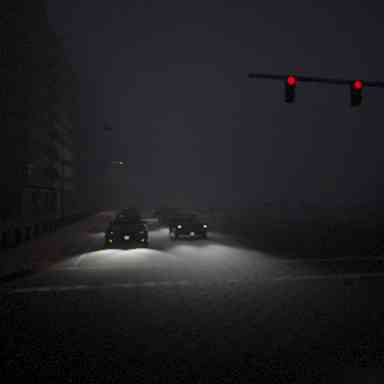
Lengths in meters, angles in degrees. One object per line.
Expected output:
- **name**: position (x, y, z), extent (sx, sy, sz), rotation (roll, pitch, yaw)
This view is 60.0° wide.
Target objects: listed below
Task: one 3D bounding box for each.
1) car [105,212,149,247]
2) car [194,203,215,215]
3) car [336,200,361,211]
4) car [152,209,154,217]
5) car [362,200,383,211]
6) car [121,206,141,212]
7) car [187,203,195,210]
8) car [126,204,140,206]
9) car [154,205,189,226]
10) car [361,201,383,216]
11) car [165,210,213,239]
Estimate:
- **car**: position (-3.297, 1.931, 17.080), extent (1.994, 1.385, 4.181), rotation (0, -1, -10)
- **car**: position (2.003, 2.553, 48.783), extent (1.812, 1.442, 4.674), rotation (0, -1, -9)
- **car**: position (26.465, 2.566, 56.863), extent (1.970, 1.475, 3.806), rotation (0, -1, -10)
- **car**: position (-3.800, 2.366, 40.536), extent (1.837, 1.490, 4.892), rotation (0, -2, -10)
- **car**: position (31.955, 2.338, 57.852), extent (1.932, 1.855, 4.605), rotation (0, -1, -10)
- **car**: position (-4.762, 2.073, 25.581), extent (1.812, 1.442, 4.674), rotation (0, -1, -10)
- **car**: position (0.233, 2.742, 58.688), extent (1.837, 1.490, 4.892), rotation (0, -1, -10)
- **car**: position (-6.548, 2.311, 35.826), extent (2.033, 1.411, 5.357), rotation (0, -1, -10)
- **car**: position (-1.935, 2.122, 29.708), extent (2.128, 1.511, 4.902), rotation (0, -1, -10)
- **car**: position (23.310, 2.236, 41.011), extent (1.970, 1.475, 3.806), rotation (0, -1, -10)
- **car**: position (-0.343, 2.037, 20.525), extent (1.895, 1.301, 4.718), rotation (0, -1, -10)
